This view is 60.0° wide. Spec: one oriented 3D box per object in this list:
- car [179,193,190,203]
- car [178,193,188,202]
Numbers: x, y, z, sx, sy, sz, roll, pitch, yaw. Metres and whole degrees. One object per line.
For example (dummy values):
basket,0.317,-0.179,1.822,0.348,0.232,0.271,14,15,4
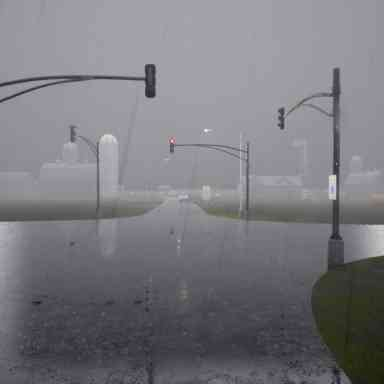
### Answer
car,-1.513,1.553,69.886,1.812,1.442,4.674,0,0,-3
car,-2.097,1.189,79.920,2.150,2.045,5.566,0,0,-4
